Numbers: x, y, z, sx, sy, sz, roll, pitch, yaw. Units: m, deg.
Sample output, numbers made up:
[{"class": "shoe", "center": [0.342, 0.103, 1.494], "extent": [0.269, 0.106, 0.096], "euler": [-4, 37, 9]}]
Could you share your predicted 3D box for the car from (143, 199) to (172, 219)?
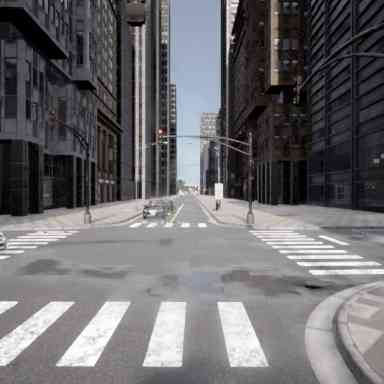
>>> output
[{"class": "car", "center": [-3.176, 1.500, 29.438], "extent": [2.128, 1.511, 4.902], "euler": [0, 0, 0]}]

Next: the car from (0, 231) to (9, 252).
[{"class": "car", "center": [-8.904, 1.538, 11.733], "extent": [4.674, 1.442, 1.812], "euler": [0, 0, 11]}]

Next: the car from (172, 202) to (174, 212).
[{"class": "car", "center": [-3.204, 1.578, 39.504], "extent": [1.994, 1.385, 4.181], "euler": [0, 0, -1]}]
